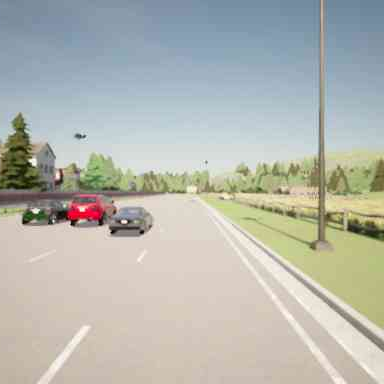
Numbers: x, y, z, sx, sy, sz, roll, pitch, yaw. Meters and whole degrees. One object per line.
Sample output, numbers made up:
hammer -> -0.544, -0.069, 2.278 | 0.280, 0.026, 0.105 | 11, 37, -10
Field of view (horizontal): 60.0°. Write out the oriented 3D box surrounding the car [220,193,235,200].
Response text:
car -> 8.880, 1.166, 83.407 | 3.866, 1.878, 1.905 | 0, 0, 0

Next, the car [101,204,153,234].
car -> -3.411, 1.536, 19.246 | 2.033, 1.411, 5.357 | 0, 0, 0

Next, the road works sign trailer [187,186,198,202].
road works sign trailer -> -0.037, 0.422, 74.398 | 2.380, 3.560, 2.880 | 0, 0, 0

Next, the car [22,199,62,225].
car -> -10.413, 1.338, 24.291 | 2.097, 1.767, 4.553 | 0, 0, 0

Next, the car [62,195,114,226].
car -> -6.911, 1.208, 23.649 | 2.150, 2.045, 5.566 | 0, 0, 0
